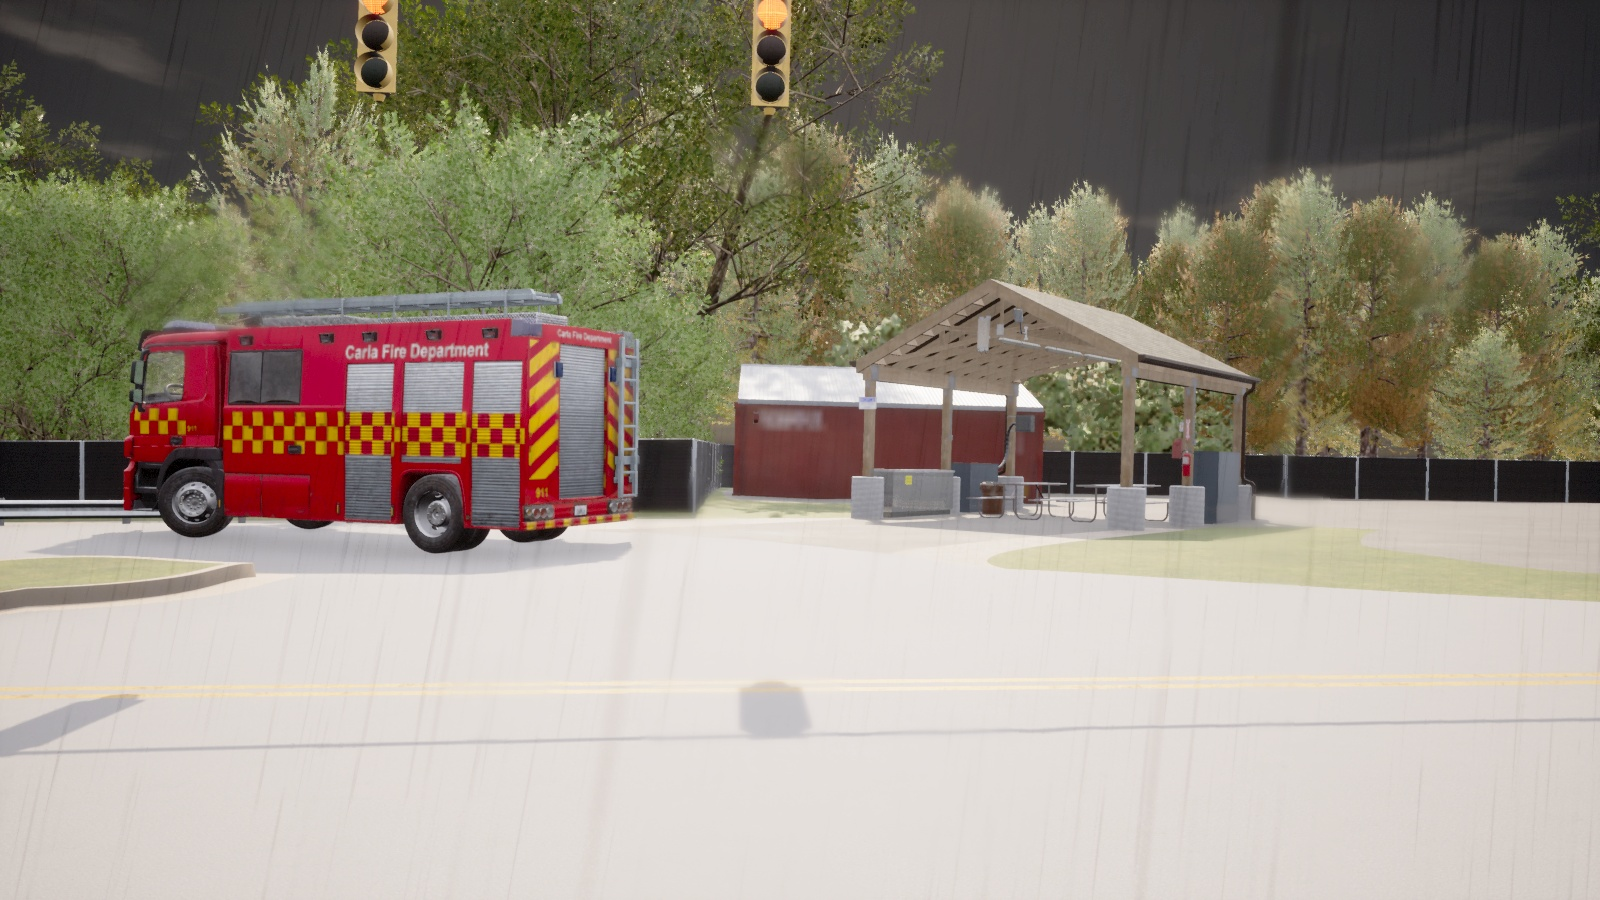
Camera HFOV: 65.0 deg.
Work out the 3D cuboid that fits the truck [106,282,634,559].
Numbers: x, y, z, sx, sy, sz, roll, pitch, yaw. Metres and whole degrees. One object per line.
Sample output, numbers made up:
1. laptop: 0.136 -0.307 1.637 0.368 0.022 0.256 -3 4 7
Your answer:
1. truck: -7.109 -0.474 20.463 8.468 3.827 2.891 1 1 25
